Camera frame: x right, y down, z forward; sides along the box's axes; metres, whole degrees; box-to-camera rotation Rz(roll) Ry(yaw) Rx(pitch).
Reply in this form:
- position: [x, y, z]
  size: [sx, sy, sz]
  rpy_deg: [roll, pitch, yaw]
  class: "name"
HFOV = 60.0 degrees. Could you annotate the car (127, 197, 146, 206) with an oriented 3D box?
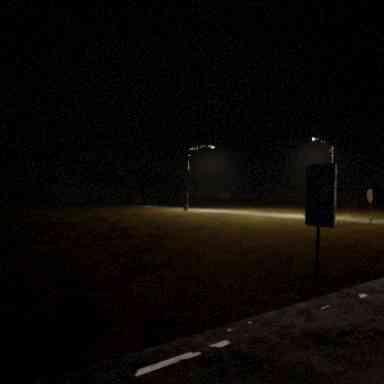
- position: [-9.472, 1.614, 56.479]
  size: [1.994, 1.385, 4.181]
  rpy_deg: [3, -2, -36]
  class: "car"
